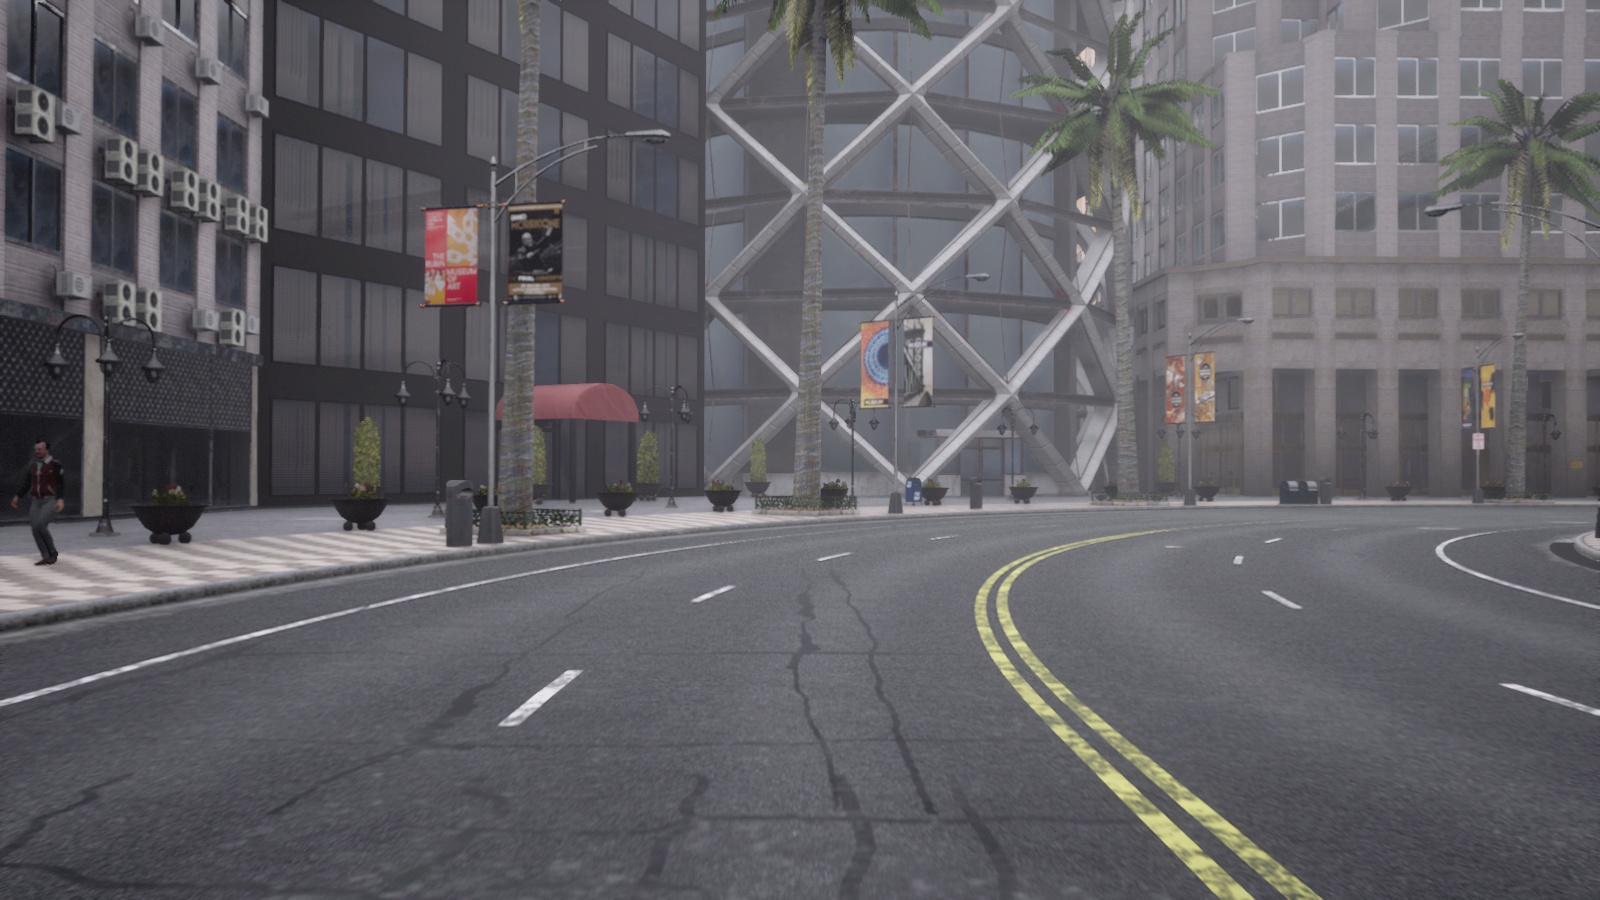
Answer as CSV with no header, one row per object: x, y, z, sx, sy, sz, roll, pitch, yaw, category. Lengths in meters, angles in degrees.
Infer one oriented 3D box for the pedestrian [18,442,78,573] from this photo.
-10.810,0.817,18.063,0.376,1.854,0.720,0,-1,7,pedestrian
